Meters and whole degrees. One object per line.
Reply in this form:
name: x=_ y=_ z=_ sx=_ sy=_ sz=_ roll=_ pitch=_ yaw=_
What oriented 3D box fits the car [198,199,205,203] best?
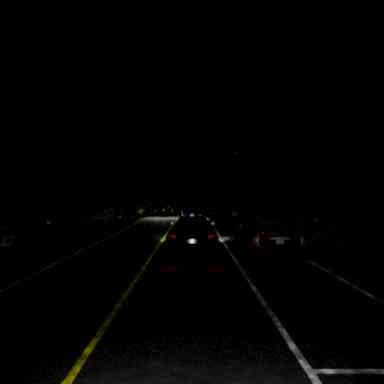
car: x=2.675 y=2.566 z=95.595 sx=1.802 sy=1.307 sz=4.206 roll=1 pitch=-1 yaw=0

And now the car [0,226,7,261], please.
car: x=-5.849 y=1.611 z=6.426 sx=1.887 sy=1.381 sz=4.507 roll=1 pitch=-1 yaw=0

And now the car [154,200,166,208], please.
car: x=-5.850 y=2.174 z=61.566 sx=1.887 sy=1.381 sz=4.507 roll=1 pitch=-1 yaw=0

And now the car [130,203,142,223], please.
car: x=-5.850 y=1.841 z=28.923 sx=1.887 sy=1.381 sz=4.507 roll=1 pitch=-1 yaw=0

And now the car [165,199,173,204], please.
car: x=-5.850 y=2.447 z=84.256 sx=1.802 sy=1.307 sz=4.206 roll=1 pitch=-1 yaw=0

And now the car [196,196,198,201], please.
car: x=2.678 y=2.180 z=84.252 sx=2.192 sy=1.841 sz=5.009 roll=1 pitch=-1 yaw=0

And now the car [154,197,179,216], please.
car: x=-3.012 y=1.613 z=38.104 sx=2.150 sy=2.045 sz=5.566 roll=0 pitch=-1 yaw=0

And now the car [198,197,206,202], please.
car: x=2.675 y=2.270 z=67.230 sx=1.802 sy=1.307 sz=4.206 roll=1 pitch=-1 yaw=0

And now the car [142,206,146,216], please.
car: x=-5.849 y=1.877 z=34.378 sx=1.752 sy=1.417 sz=4.829 roll=1 pitch=-1 yaw=0

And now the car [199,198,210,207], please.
car: x=2.676 y=2.211 z=61.556 sx=1.802 sy=1.307 sz=4.206 roll=1 pitch=-1 yaw=0

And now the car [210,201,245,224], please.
car: x=2.678 y=1.553 z=23.293 sx=2.192 sy=1.841 sz=5.009 roll=1 pitch=-1 yaw=0

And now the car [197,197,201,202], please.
car: x=2.675 y=2.328 z=72.903 sx=1.802 sy=1.307 sz=4.206 roll=1 pitch=-1 yaw=0

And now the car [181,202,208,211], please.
car: x=0.011 y=1.829 z=27.547 sx=2.033 sy=1.411 sz=5.357 roll=0 pitch=-1 yaw=0

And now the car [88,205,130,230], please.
car: x=-5.849 y=1.762 z=23.129 sx=1.752 sy=1.417 sz=4.829 roll=1 pitch=-1 yaw=0

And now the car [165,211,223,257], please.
car: x=0.026 y=1.704 z=13.584 sx=1.994 sy=1.385 sz=4.181 roll=0 pitch=0 yaw=1

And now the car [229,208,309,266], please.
car: x=2.677 y=1.564 z=12.043 sx=1.967 sy=1.590 sz=4.097 roll=1 pitch=-1 yaw=0

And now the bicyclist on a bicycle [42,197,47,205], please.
bicyclist on a bicycle: x=-23.012 y=1.683 z=52.011 sx=0.582 sy=1.620 sz=1.656 roll=0 pitch=-1 yaw=0

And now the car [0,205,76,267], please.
car: x=-5.847 y=1.439 z=12.053 sx=2.192 sy=1.841 sz=5.009 roll=1 pitch=-1 yaw=0
